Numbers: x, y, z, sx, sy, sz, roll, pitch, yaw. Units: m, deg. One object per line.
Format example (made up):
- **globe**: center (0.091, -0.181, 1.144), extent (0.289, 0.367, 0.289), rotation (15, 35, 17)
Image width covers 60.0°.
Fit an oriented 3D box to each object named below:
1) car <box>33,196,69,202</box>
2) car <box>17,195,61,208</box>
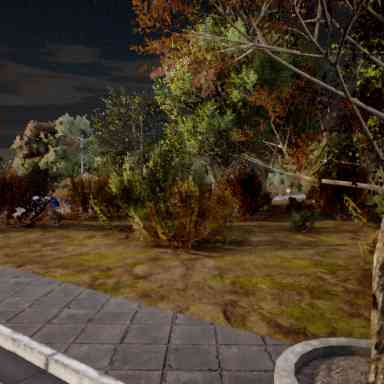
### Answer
- **car**: center (-17.572, 1.244, 41.306), extent (1.882, 1.535, 5.008), rotation (0, 0, 32)
- **car**: center (-20.087, 1.219, 43.881), extent (1.882, 1.535, 5.008), rotation (0, 0, 32)
